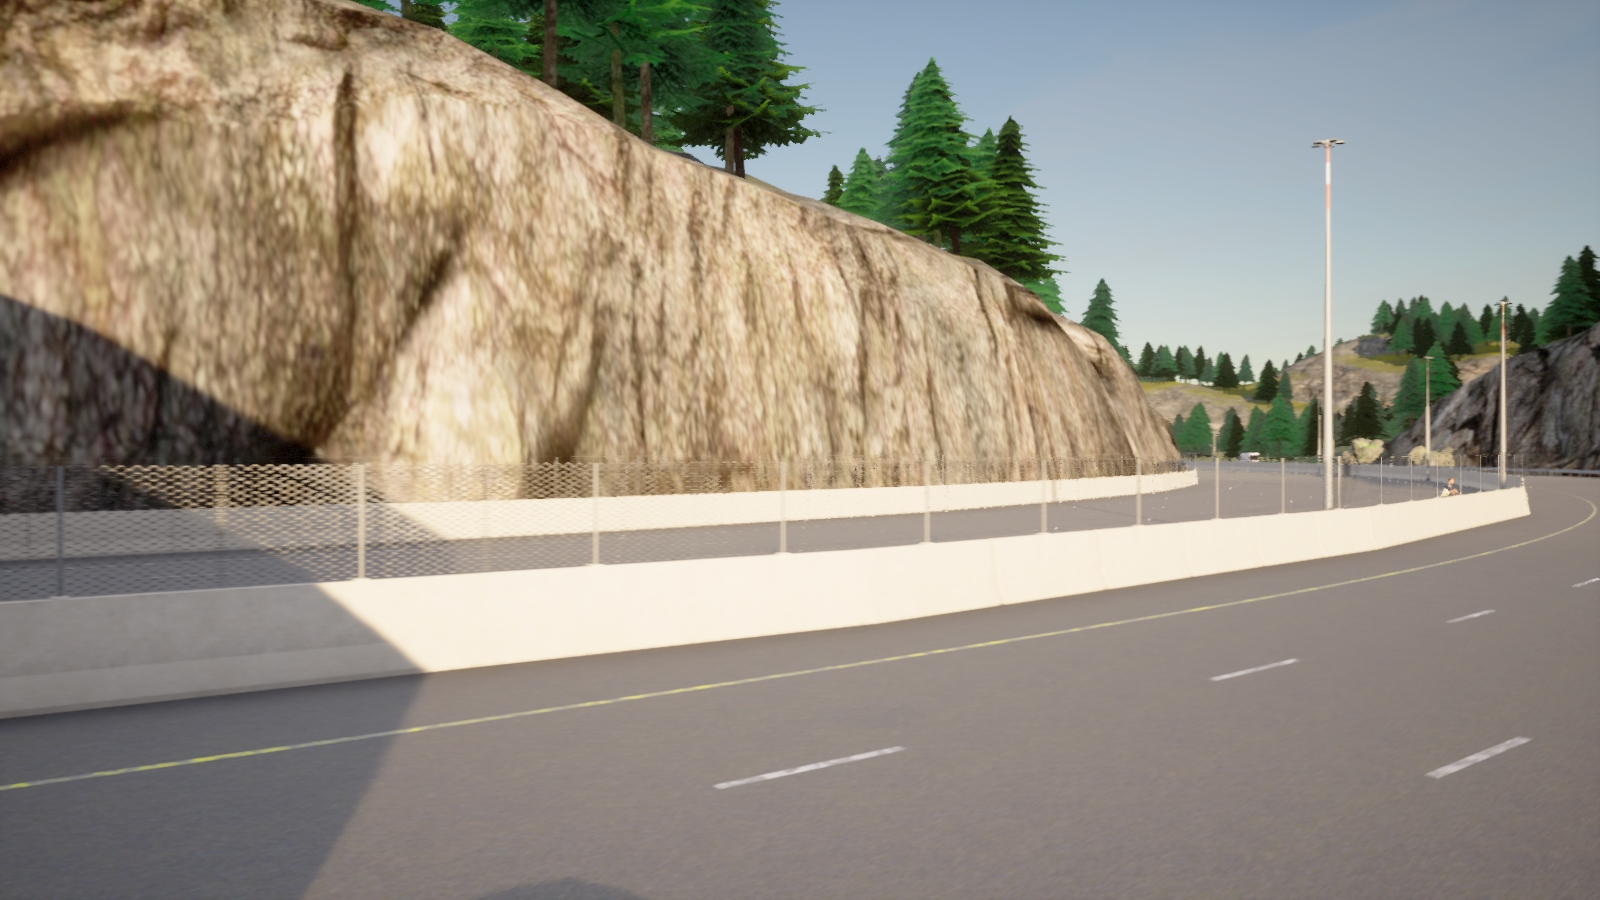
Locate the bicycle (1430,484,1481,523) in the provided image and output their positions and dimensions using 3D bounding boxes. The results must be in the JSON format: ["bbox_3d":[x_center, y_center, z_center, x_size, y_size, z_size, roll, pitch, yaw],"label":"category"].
[{"bbox_3d":[25.549,2.102,44.530,1.643,1.514,0.373,-3,-6,44],"label":"bicycle"}]
